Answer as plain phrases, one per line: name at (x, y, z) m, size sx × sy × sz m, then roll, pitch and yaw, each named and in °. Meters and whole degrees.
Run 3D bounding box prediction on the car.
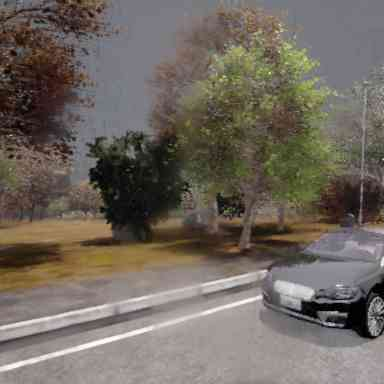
car at (3.479, 1.522, 6.822) m, size 4.902 × 1.511 × 2.128 m, roll 1°, pitch -1°, yaw -39°
